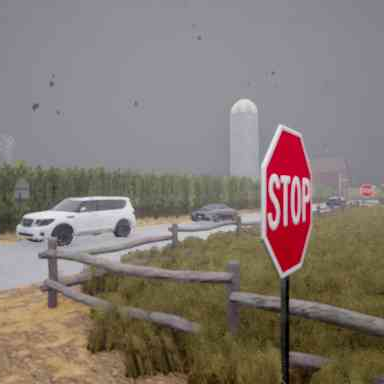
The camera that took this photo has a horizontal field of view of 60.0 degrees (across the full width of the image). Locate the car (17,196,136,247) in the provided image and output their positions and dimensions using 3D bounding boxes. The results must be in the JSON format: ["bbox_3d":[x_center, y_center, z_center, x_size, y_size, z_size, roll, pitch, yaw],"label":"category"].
[{"bbox_3d":[-5.080,1.233,15.564,2.150,2.045,5.566,0,0,36],"label":"car"}]

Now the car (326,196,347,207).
[{"bbox_3d":[18.956,1.311,43.586,1.837,1.490,4.892,0,0,36],"label":"car"}]

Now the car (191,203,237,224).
[{"bbox_3d":[1.706,1.564,25.054,1.994,1.385,4.181,0,0,35],"label":"car"}]
